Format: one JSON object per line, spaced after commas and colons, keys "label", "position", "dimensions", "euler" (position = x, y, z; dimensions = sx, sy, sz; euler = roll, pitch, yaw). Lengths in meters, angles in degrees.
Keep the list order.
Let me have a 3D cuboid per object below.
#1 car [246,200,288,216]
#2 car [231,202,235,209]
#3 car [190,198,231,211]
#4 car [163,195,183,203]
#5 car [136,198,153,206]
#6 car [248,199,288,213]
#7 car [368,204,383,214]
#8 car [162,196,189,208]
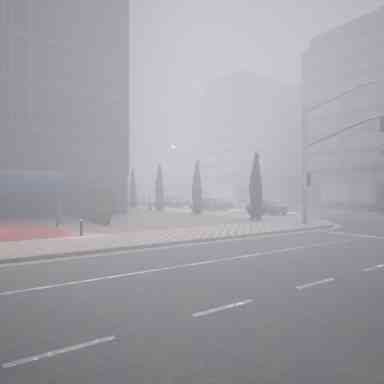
{"label": "car", "position": [7.457, 1.526, 33.507], "dimensions": [1.812, 1.442, 4.674], "euler": [0, 0, -37]}
{"label": "car", "position": [3.798, 1.564, 44.873], "dimensions": [1.994, 1.385, 4.181], "euler": [0, 0, -35]}
{"label": "car", "position": [2.210, 1.505, 41.029], "dimensions": [1.837, 1.490, 4.892], "euler": [0, 0, -35]}
{"label": "car", "position": [-3.959, 1.478, 68.570], "dimensions": [1.882, 1.535, 5.008], "euler": [0, 0, -35]}
{"label": "car", "position": [-8.528, 1.601, 56.490], "dimensions": [1.895, 1.301, 4.718], "euler": [0, 0, -34]}
{"label": "car", "position": [8.604, 1.564, 37.981], "dimensions": [1.994, 1.385, 4.181], "euler": [0, 0, -35]}
{"label": "car", "position": [20.492, 1.601, 33.560], "dimensions": [1.895, 1.301, 4.718], "euler": [0, 0, -42]}
{"label": "car", "position": [-2.959, 1.352, 48.452], "dimensions": [2.097, 1.767, 4.553], "euler": [0, 0, -35]}
